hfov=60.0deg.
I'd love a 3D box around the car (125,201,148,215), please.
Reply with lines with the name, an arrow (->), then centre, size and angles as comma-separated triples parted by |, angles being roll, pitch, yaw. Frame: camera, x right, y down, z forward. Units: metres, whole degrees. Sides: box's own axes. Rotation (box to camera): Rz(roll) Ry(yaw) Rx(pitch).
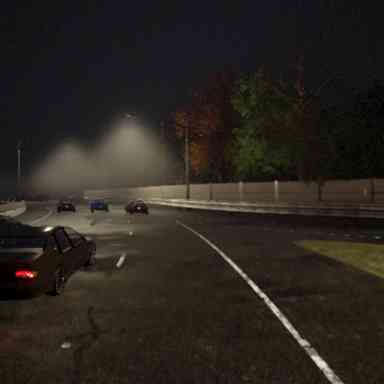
car -> -5.860, 1.581, 34.859 | 1.994, 1.385, 4.181 | 0, 0, -18

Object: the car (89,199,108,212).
car -> -11.016, 1.528, 39.191 | 1.882, 1.535, 5.008 | 0, 0, -21

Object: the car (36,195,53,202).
car -> -34.492, 1.360, 76.017 | 4.553, 1.767, 2.097 | 0, 0, 44

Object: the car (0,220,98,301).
car -> -3.865, 1.569, 8.547 | 2.033, 1.411, 5.357 | 0, 0, -4

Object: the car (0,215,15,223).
car -> -7.900, 1.594, 12.940 | 2.033, 1.411, 5.357 | 0, 0, -7

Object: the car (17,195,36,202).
car -> -37.040, 1.525, 73.616 | 4.892, 1.490, 1.837 | 0, 0, 44

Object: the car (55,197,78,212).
car -> -15.200, 1.643, 40.178 | 1.994, 1.385, 4.181 | 0, 0, -22

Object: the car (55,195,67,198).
car -> -30.084, 1.513, 78.242 | 2.033, 1.411, 5.357 | 0, 0, -31

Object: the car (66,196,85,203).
car -> -23.950, 1.599, 69.246 | 1.882, 1.535, 5.008 | 0, 0, -36
